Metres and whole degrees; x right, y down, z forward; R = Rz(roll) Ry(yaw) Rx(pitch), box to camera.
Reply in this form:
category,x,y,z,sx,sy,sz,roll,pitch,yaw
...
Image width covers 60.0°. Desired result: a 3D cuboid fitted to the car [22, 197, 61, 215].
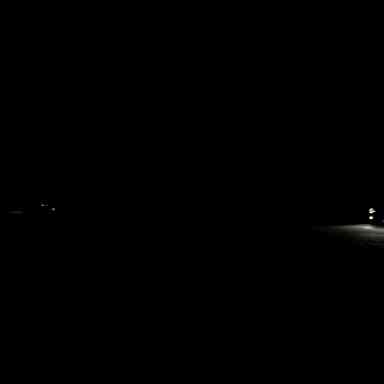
category,x,y,z,sx,sy,sz,roll,pitch,yaw
car,-12.977,1.149,28.656,4.674,1.442,1.812,1,1,43

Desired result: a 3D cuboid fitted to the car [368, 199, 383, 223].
category,x,y,z,sx,sy,sz,roll,pitch,yaw
car,13.700,1.235,22.840,2.097,1.767,4.553,1,1,40
